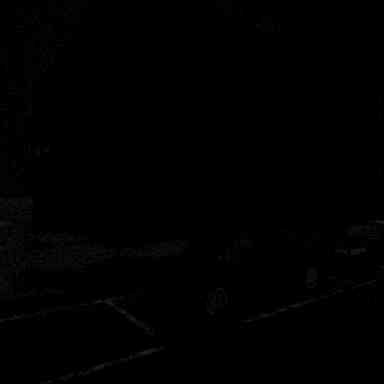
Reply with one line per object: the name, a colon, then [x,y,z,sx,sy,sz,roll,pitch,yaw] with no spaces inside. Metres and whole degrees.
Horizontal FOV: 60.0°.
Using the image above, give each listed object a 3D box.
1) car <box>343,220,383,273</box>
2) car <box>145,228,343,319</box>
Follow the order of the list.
car: [5.632,1.581,10.577,4.206,1.307,1.802,0,0,-36]
car: [1.141,1.545,7.359,4.507,1.381,1.887,0,0,-36]
